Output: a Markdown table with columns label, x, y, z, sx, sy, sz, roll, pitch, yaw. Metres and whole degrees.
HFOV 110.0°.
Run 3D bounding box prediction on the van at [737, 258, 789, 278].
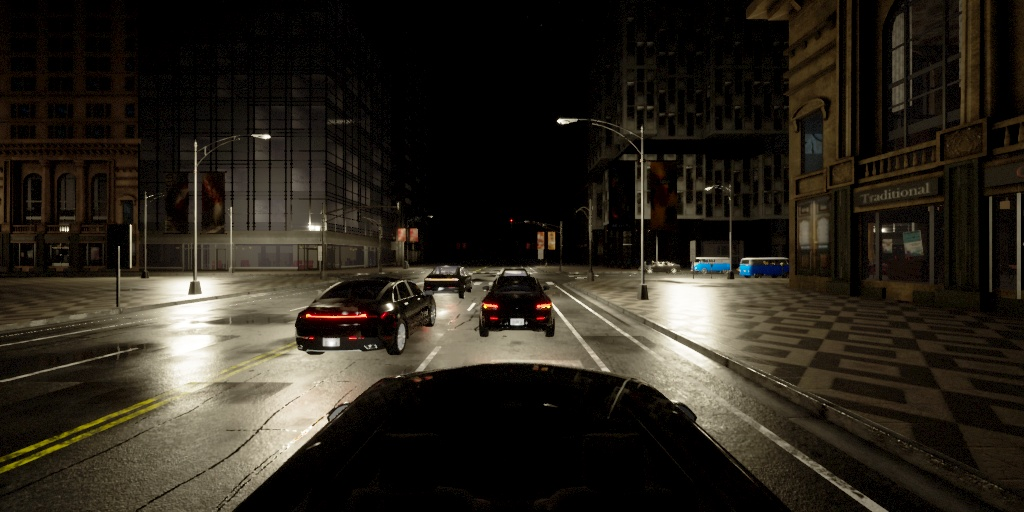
| label | x | y | z | sx | sy | sz | roll | pitch | yaw |
| --- | --- | --- | --- | --- | --- | --- | --- | --- | --- |
| van | 21.544 | 1.033 | 30.332 | 3.998 | 1.789 | 1.690 | 0 | 0 | 0 |

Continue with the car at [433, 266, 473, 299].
| label | x | y | z | sx | sy | sz | roll | pitch | yaw |
| --- | --- | --- | --- | --- | --- | --- | --- | --- | --- |
| car | -3.104 | 1.241 | 18.067 | 2.128 | 1.511 | 4.902 | 0 | 0 | 0 |

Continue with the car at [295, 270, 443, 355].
| label | x | y | z | sx | sy | sz | roll | pitch | yaw |
| --- | --- | --- | --- | --- | --- | --- | --- | --- | --- |
| car | -3.133 | 1.255 | 8.652 | 1.837 | 1.490 | 4.892 | 0 | 0 | 0 |

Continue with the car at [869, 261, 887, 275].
| label | x | y | z | sx | sy | sz | roll | pitch | yaw |
| --- | --- | --- | --- | --- | --- | --- | --- | --- | --- |
| car | 32.781 | 1.252 | 30.251 | 4.207 | 1.307 | 1.802 | 0 | 0 | 0 |

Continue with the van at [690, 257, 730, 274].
| label | x | y | z | sx | sy | sz | roll | pitch | yaw |
| --- | --- | --- | --- | --- | --- | --- | --- | --- | --- |
| van | 21.604 | 1.043 | 38.857 | 3.998 | 1.789 | 1.690 | 0 | 0 | 0 |

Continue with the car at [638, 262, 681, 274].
| label | x | y | z | sx | sy | sz | roll | pitch | yaw |
| --- | --- | --- | --- | --- | --- | --- | --- | --- | --- |
| car | 15.985 | 1.263 | 38.898 | 4.403 | 1.370 | 2.007 | 0 | 0 | 0 |

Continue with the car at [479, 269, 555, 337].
| label | x | y | z | sx | sy | sz | roll | pitch | yaw |
| --- | --- | --- | --- | --- | --- | --- | --- | --- | --- |
| car | 0.124 | 1.276 | 10.147 | 1.812 | 1.442 | 4.674 | 0 | 0 | 0 |
